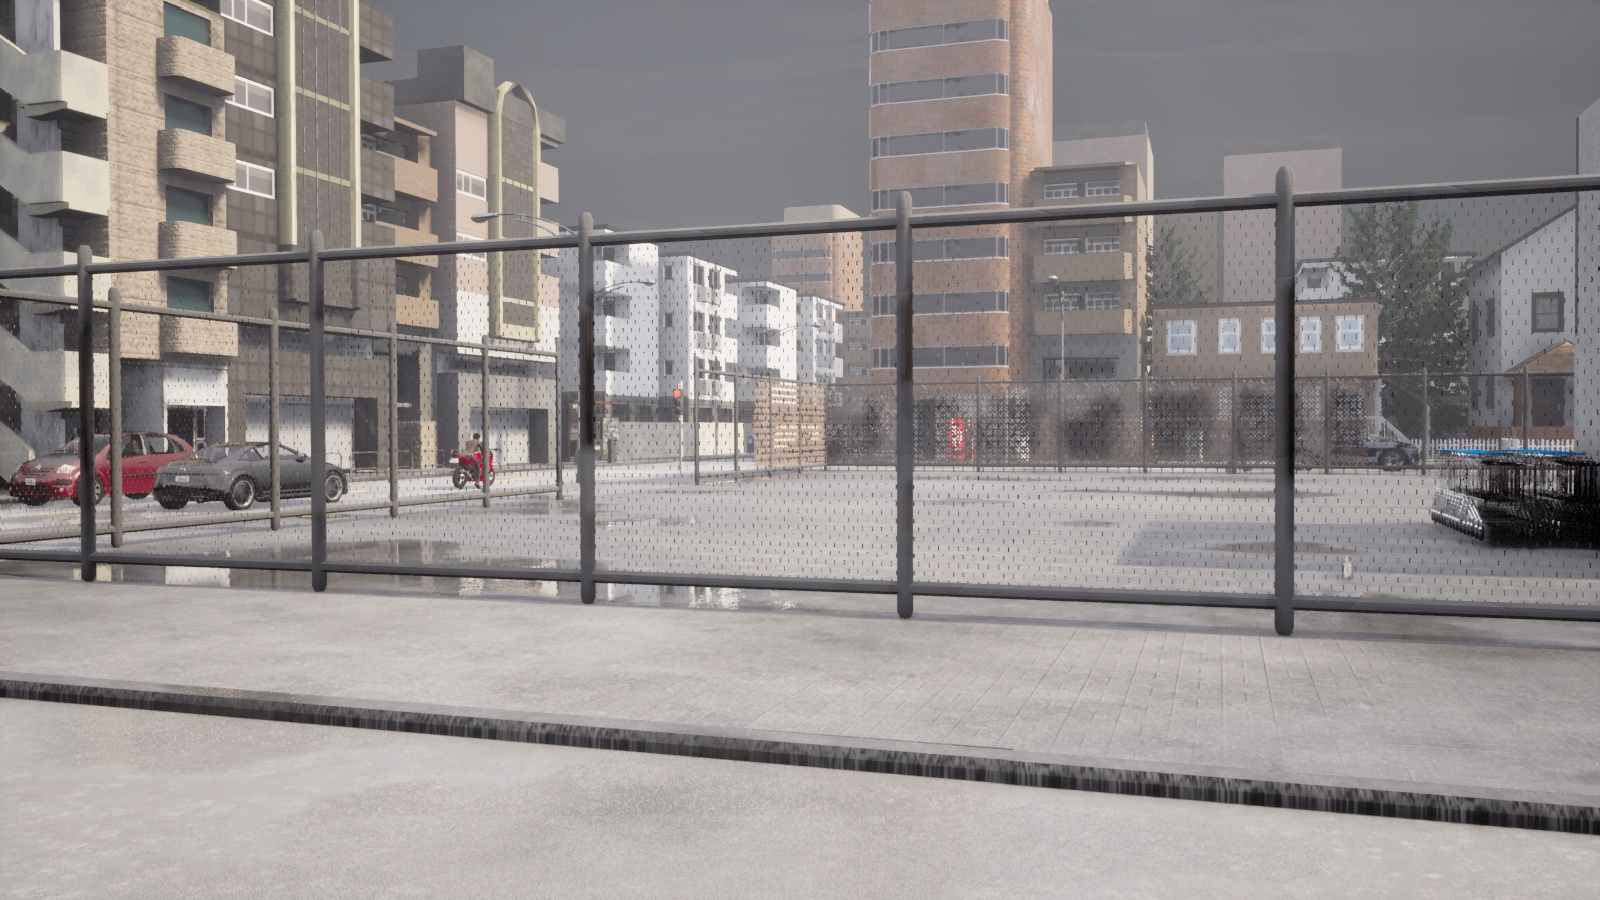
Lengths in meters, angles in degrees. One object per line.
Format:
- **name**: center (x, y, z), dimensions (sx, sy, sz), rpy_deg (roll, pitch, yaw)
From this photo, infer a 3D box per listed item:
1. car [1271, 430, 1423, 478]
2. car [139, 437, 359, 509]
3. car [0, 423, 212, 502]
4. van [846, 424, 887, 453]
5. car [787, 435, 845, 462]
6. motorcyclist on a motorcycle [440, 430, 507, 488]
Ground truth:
- **car**: center (19.504, 0.109, 44.994), dimensions (4.856, 1.649, 2.033), rpy_deg (1, 1, 20)
- **car**: center (-11.558, 0.420, 26.662), dimensions (1.994, 1.385, 4.181), rpy_deg (1, 1, 18)
- **car**: center (-15.348, 0.220, 27.950), dimensions (1.851, 1.617, 3.988), rpy_deg (1, 1, 18)
- **van**: center (4.679, -0.807, 87.688), dimensions (1.775, 1.987, 4.442), rpy_deg (1, 1, 19)
- **car**: center (0.865, -0.094, 63.973), dimensions (1.895, 1.301, 4.718), rpy_deg (0, 1, 14)
- **motorcyclist on a motorcycle**: center (-8.945, 0.223, 34.468), dimensions (0.797, 1.523, 2.044), rpy_deg (1, 1, 19)
